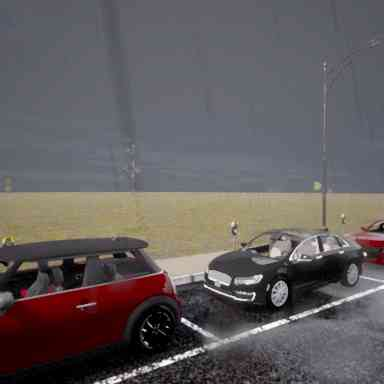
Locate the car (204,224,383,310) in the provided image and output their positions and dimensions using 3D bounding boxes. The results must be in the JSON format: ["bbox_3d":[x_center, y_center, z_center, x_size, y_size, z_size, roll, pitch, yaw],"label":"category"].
[{"bbox_3d":[2.275,1.552,7.714,4.403,1.369,2.008,0,1,-36],"label":"car"}]

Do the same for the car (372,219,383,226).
[{"bbox_3d":[6.781,1.546,10.931,4.507,1.381,1.887,0,1,-36],"label":"car"}]

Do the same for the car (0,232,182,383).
[{"bbox_3d":[-2.230,1.440,4.496,4.097,1.590,1.967,0,1,-36],"label":"car"}]
